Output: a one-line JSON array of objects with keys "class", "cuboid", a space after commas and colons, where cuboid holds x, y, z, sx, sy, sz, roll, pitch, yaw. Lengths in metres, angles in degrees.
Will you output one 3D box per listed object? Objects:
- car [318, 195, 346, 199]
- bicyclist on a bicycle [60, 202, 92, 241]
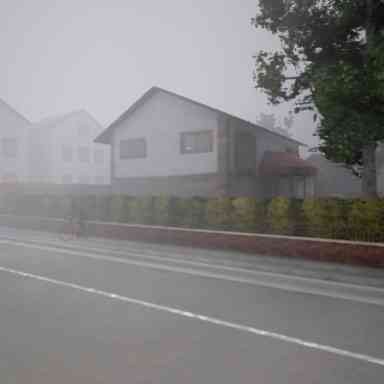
[{"class": "car", "cuboid": [12.018, 0.977, 27.589, 3.806, 1.475, 1.970, 0, 0, 34]}, {"class": "bicyclist on a bicycle", "cuboid": [-4.933, 1.245, 14.215, 0.582, 1.620, 1.656, 0, 1, 34]}]
